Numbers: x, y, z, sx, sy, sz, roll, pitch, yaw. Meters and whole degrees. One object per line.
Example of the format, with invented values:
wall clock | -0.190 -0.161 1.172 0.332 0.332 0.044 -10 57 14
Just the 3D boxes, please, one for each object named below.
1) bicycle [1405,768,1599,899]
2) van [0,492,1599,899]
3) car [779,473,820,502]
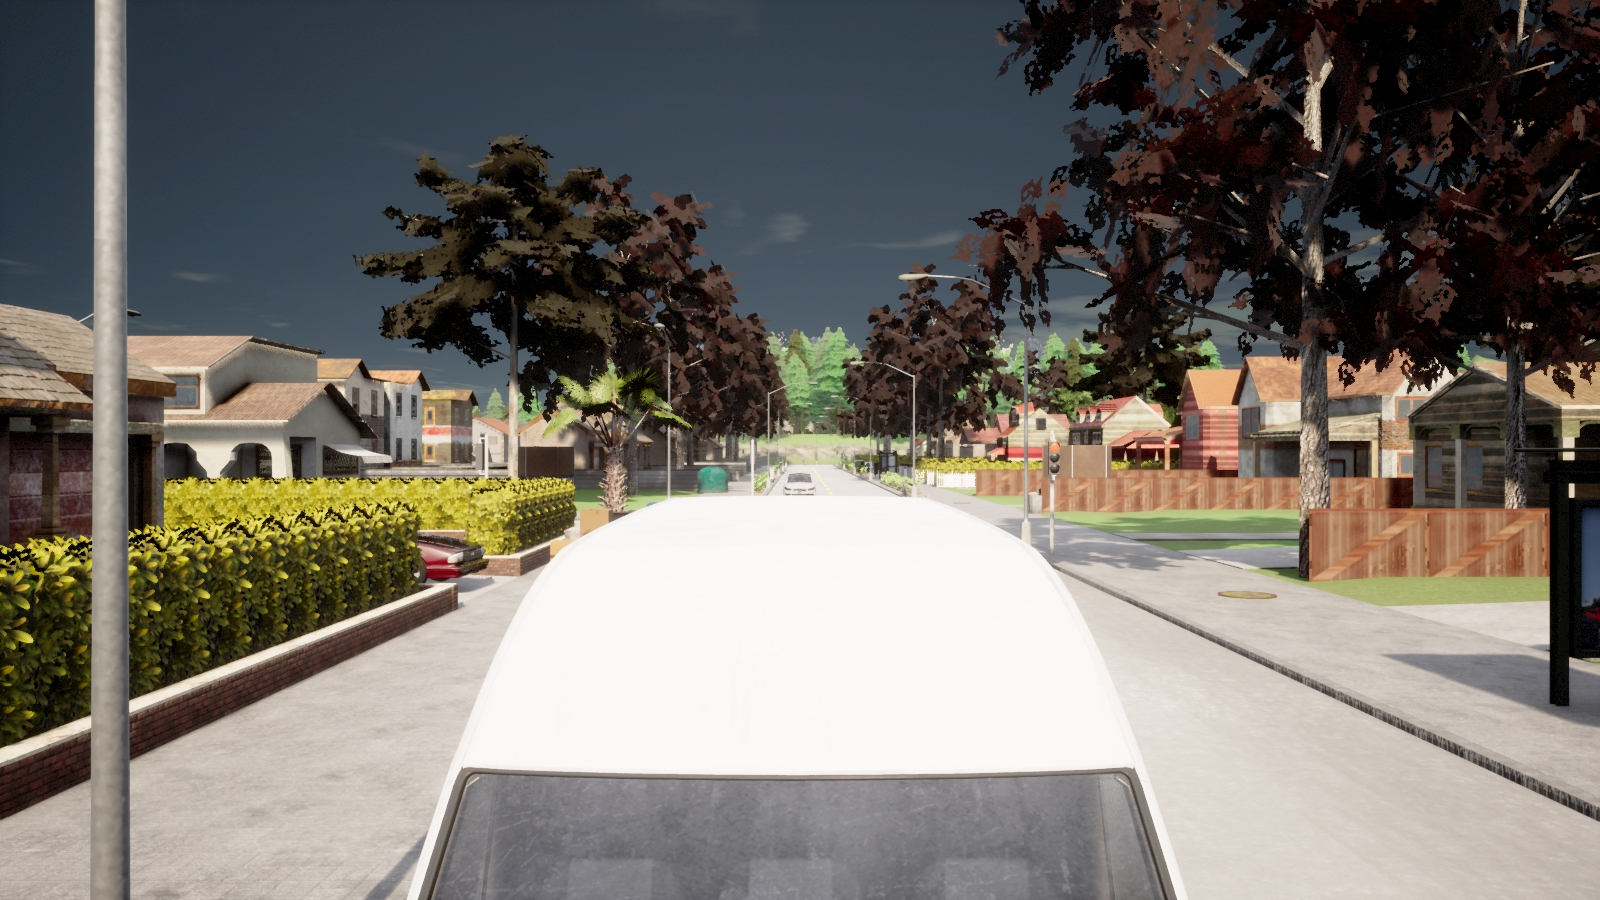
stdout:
bicycle | 2.687 2.062 3.843 0.329 1.471 1.835 0 0 0
van | 0.002 1.537 4.030 1.988 2.561 5.915 0 0 0
car | -0.024 2.087 64.511 2.231 1.480 4.892 0 0 0
